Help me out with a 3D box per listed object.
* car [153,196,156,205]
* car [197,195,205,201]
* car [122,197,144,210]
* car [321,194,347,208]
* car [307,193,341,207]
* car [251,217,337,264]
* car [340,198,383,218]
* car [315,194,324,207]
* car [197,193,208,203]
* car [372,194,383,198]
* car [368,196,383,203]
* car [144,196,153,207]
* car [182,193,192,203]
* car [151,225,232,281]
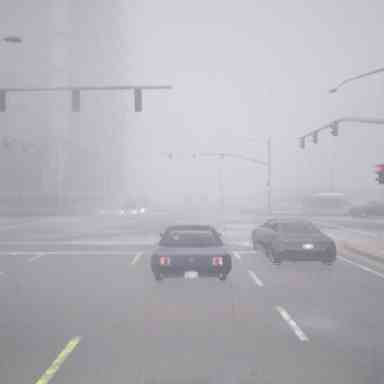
[{"bbox_3d":[-8.024,1.454,62.607,2.097,1.767,4.553,0,0,0],"label":"car"},{"bbox_3d":[2.275,1.519,82.580,1.812,1.442,4.674,0,0,-1],"label":"car"},{"bbox_3d":[-7.882,1.576,43.490,1.837,1.490,4.892,0,0,0],"label":"car"},{"bbox_3d":[24.366,1.537,55.757,3.806,1.475,1.970,0,0,0],"label":"car"},{"bbox_3d":[24.294,1.304,61.336,4.605,1.855,1.932,0,0,0],"label":"car"},{"bbox_3d":[3.414,1.584,11.871,1.994,1.385,4.181,0,0,-1],"label":"car"},{"bbox_3d":[16.647,1.593,30.267,4.902,1.511,2.128,0,0,0],"label":"car"},{"bbox_3d":[24.355,1.510,58.652,3.905,1.438,1.784,0,0,0],"label":"car"},{"bbox_3d":[2.390,1.331,72.190,2.150,2.045,5.566,0,0,-1],"label":"car"},{"bbox_3d":[39.333,1.311,66.948,4.605,1.855,1.932,0,0,0],"label":"car"},{"bbox_3d":[39.385,1.526,69.845,3.905,1.438,1.784,0,0,0],"label":"car"},{"bbox_3d":[-7.980,1.578,52.844,2.128,1.511,4.902,0,0,-1],"label":"car"},{"bbox_3d":[-1.110,1.332,72.151,2.150,2.045,5.566,0,0,-1],"label":"car"},{"bbox_3d":[-0.047,1.617,9.862,1.895,1.301,4.718,0,0,-1],"label":"car"}]
